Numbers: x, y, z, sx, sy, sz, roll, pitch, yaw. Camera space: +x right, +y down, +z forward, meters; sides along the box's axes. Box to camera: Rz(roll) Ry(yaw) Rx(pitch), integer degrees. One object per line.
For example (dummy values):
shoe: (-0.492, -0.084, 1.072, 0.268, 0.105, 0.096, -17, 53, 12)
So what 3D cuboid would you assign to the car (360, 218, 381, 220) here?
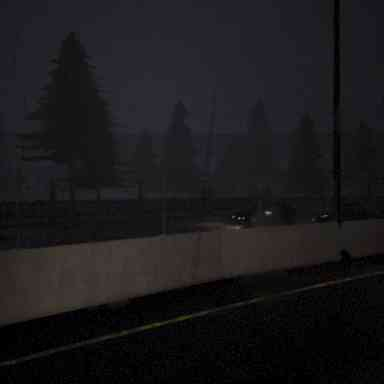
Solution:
car: (11.372, 1.415, 17.925, 4.181, 1.385, 1.994, 0, 0, -24)

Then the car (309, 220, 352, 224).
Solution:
car: (9.321, 1.366, 20.837, 4.674, 1.442, 1.812, 0, 0, -24)
